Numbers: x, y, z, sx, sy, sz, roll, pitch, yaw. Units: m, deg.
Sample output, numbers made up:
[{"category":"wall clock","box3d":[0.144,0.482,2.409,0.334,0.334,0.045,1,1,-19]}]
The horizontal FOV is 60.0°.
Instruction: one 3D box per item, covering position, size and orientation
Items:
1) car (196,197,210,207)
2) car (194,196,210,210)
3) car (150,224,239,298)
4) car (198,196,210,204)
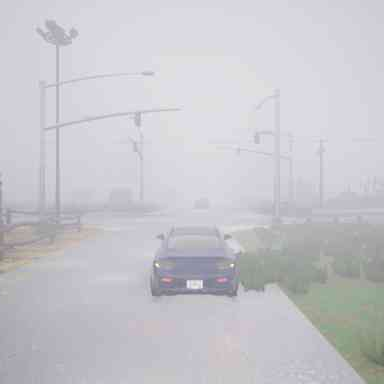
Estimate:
[{"category":"car","box3d":[1.779,1.512,52.997,2.033,1.411,5.357,0,0,3]},{"category":"car","box3d":[1.296,1.512,42.847,2.033,1.411,5.357,0,0,3]},{"category":"car","box3d":[0.054,1.526,8.402,1.812,1.442,4.674,0,0,0]},{"category":"car","box3d":[2.318,1.512,63.508,2.033,1.411,5.357,0,0,3]}]
